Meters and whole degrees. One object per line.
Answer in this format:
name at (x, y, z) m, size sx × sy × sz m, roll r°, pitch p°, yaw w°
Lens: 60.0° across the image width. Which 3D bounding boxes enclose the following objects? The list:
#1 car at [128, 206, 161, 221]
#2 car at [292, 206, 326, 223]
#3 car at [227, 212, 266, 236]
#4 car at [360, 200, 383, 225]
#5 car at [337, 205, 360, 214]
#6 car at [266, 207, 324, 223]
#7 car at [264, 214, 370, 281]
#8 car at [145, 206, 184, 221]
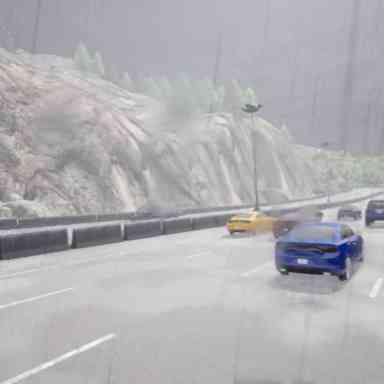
car at (-6.120, 2.934, 45.190) m, size 2.150 × 2.045 × 5.566 m, roll -3°, pitch -2°, yaw 34°
car at (12.293, 2.296, 34.743) m, size 2.033 × 1.411 × 5.357 m, roll -3°, pitch -2°, yaw 34°
car at (4.260, 2.096, 23.079) m, size 1.882 × 1.535 × 5.008 m, roll -3°, pitch -2°, yaw 35°
car at (15.679, 1.637, 27.348) m, size 2.150 × 2.045 × 5.566 m, roll -3°, pitch -2°, yaw 34°
car at (16.450, 2.123, 34.617) m, size 1.837 × 1.490 × 4.892 m, roll -3°, pitch -2°, yaw 34°
car at (6.521, 1.938, 20.197) m, size 1.882 × 1.535 × 5.008 m, roll -3°, pitch -2°, yaw 34°
car at (4.317, 1.707, 10.827) m, size 1.882 × 1.535 × 5.008 m, roll -3°, pitch -2°, yaw 34°
car at (-3.215, 2.935, 43.231) m, size 2.033 × 1.411 × 5.357 m, roll -3°, pitch -2°, yaw 34°
